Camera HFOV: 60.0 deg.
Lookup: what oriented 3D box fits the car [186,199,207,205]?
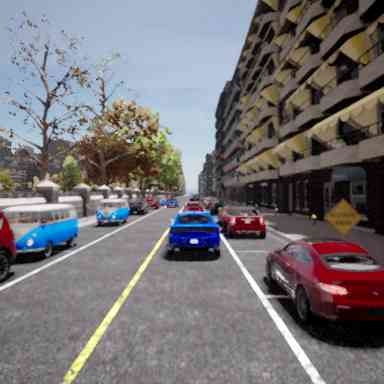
[{"bbox_3d":[0.151,1.611,30.314,1.812,1.442,4.674,0,0,0],"label":"car"}]

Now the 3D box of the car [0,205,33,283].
[{"bbox_3d":[-5.675,1.335,6.940,2.192,1.841,5.009,0,0,0],"label":"car"}]

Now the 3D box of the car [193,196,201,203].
[{"bbox_3d":[1.109,1.774,81.247,1.837,1.490,4.892,0,0,0],"label":"car"}]

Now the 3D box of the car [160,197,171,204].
[{"bbox_3d":[-5.515,1.764,68.872,1.887,1.381,4.507,0,0,0],"label":"car"}]

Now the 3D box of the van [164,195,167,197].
[{"bbox_3d":[-5.544,1.517,57.612,1.690,1.788,3.998,0,0,0],"label":"van"}]

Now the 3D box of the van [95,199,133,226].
[{"bbox_3d":[-5.632,1.408,23.831,1.690,1.788,3.998,0,0,0],"label":"van"}]

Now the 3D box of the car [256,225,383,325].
[{"bbox_3d":[2.705,1.602,6.917,1.802,1.307,4.206,0,0,0],"label":"car"}]

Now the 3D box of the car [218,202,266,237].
[{"bbox_3d":[2.734,1.491,18.179,1.967,1.590,4.097,0,0,0],"label":"car"}]

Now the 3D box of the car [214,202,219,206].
[{"bbox_3d":[2.749,1.648,23.809,1.802,1.307,4.206,0,0,0],"label":"car"}]

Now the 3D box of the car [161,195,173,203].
[{"bbox_3d":[-5.500,1.557,74.505,2.192,1.841,5.009,0,0,0],"label":"car"}]

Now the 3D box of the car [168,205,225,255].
[{"bbox_3d":[0.093,1.516,13.556,1.882,1.535,5.008,0,0,0],"label":"car"}]

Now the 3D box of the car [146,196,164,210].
[{"bbox_3d":[-5.573,1.451,46.352,2.192,1.841,5.009,0,0,0],"label":"car"}]

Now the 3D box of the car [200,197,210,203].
[{"bbox_3d":[2.880,1.807,74.483,1.947,1.339,4.313,0,0,0],"label":"car"}]

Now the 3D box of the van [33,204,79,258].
[{"bbox_3d":[-5.660,1.377,12.570,1.690,1.788,3.998,0,0,0],"label":"van"}]

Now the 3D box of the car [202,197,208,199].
[{"bbox_3d":[2.807,1.575,46.330,1.967,1.590,4.097,0,0,0],"label":"car"}]

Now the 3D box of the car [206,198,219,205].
[{"bbox_3d":[2.778,1.665,35.070,1.947,1.339,4.313,0,0,0],"label":"car"}]

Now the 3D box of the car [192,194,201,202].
[{"bbox_3d":[1.124,1.520,87.278,2.150,2.045,5.566,0,0,0],"label":"car"}]

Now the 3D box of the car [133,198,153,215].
[{"bbox_3d":[-5.602,1.666,35.091,1.947,1.339,4.313,0,0,0],"label":"car"}]

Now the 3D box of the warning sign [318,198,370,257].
[{"bbox_3d":[5.094,1.147,11.236,1.300,1.860,1.060,0,0,0],"label":"warning sign"}]

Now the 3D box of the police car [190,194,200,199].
[{"bbox_3d":[0.627,1.655,71.546,1.930,1.638,5.238,0,0,12],"label":"police car"}]

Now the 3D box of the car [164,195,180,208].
[{"bbox_3d":[-2.951,1.679,51.228,1.812,1.442,4.674,0,0,0],"label":"car"}]

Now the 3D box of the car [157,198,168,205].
[{"bbox_3d":[-5.529,1.780,63.242,1.802,1.307,4.206,0,0,0],"label":"car"}]
